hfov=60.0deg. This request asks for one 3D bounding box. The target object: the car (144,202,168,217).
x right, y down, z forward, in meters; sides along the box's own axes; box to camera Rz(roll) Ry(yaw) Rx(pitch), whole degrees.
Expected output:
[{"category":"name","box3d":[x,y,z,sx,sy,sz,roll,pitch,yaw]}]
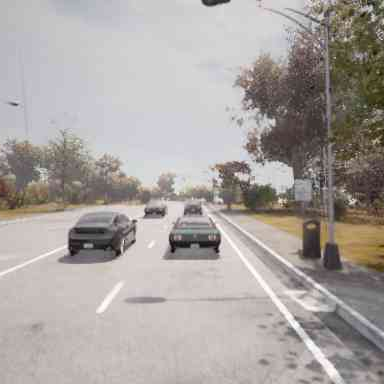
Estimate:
[{"category":"car","box3d":[-3.387,1.639,32.031,1.895,1.301,4.718,0,0,0]}]

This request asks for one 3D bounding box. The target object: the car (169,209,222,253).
[{"category":"car","box3d":[0.106,1.617,13.835,1.895,1.301,4.718,0,0,0]}]

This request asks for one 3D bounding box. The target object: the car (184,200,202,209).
[{"category":"car","box3d":[0.101,1.566,34.053,1.812,1.442,4.674,0,0,0]}]

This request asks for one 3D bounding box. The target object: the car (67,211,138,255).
[{"category":"car","box3d":[-3.393,1.521,13.321,1.837,1.490,4.892,0,0,0]}]
